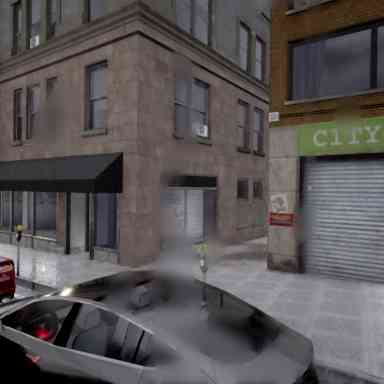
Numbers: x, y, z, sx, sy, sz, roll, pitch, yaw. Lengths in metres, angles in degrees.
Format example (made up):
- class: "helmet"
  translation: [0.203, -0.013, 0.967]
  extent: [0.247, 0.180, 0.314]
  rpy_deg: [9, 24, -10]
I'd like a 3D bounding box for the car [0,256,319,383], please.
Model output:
- class: "car"
  translation: [-0.888, 1.565, 3.586]
  extent: [4.313, 1.339, 1.947]
  rpy_deg: [0, 1, 35]
